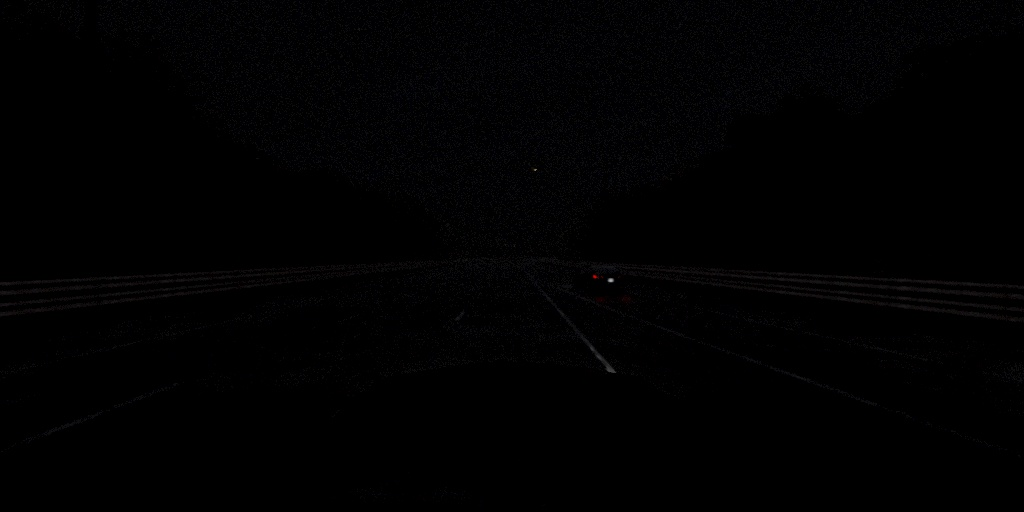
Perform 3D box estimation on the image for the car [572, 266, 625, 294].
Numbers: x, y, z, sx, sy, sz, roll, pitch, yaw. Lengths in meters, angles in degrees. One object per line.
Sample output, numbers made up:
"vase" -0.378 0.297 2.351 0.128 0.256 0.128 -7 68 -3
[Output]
"car" 4.911 1.288 20.856 2.163 1.488 4.792 0 0 -5
